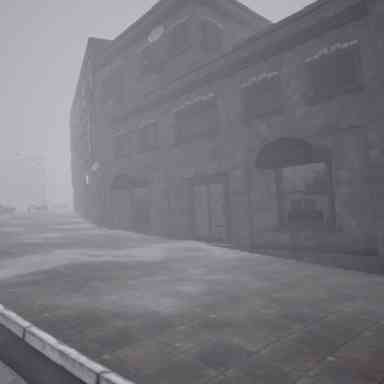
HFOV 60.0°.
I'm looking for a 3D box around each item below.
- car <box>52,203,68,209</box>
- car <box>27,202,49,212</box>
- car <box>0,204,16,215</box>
[{"bbox_3d":[-28.248,2.991,71.439,2.033,1.411,5.357,-3,-1,-2],"label":"car"},{"bbox_3d":[-23.976,2.274,51.747,1.812,1.442,4.674,-3,-1,-2],"label":"car"},{"bbox_3d":[-23.205,2.148,40.317,1.895,1.301,4.718,-3,-1,-4],"label":"car"}]
